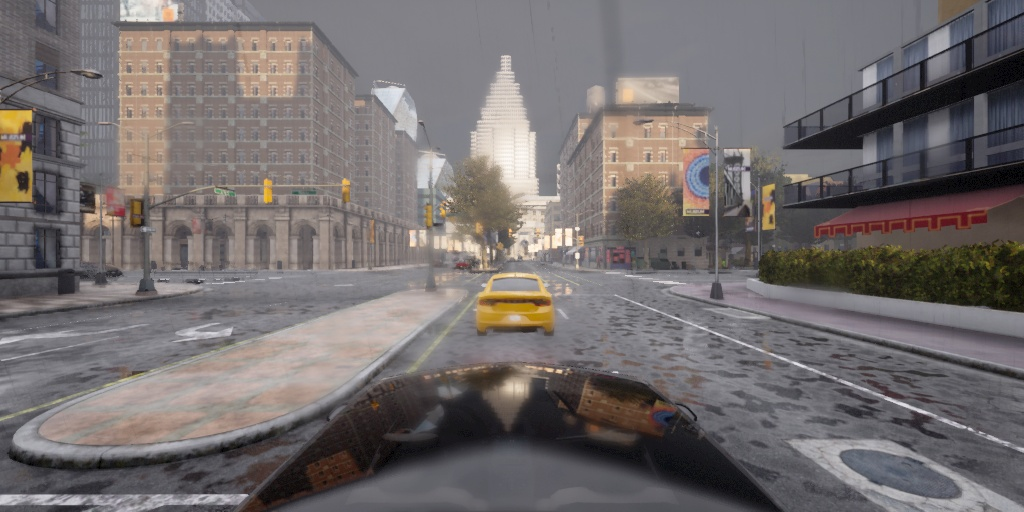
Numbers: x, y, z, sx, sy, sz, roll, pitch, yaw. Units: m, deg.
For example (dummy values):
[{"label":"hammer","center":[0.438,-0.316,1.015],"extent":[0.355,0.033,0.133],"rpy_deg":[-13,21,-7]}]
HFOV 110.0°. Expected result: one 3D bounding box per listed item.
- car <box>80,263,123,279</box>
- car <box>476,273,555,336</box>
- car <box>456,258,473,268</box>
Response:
[{"label":"car","center":[-38.016,1.314,32.407],"extent":[4.181,1.385,1.994],"rpy_deg":[0,0,0]},{"label":"car","center":[0.092,1.228,10.414],"extent":[1.882,1.535,5.008],"rpy_deg":[0,0,0]},{"label":"car","center":[-8.001,1.351,59.154],"extent":[1.895,1.301,4.718],"rpy_deg":[0,0,0]}]
